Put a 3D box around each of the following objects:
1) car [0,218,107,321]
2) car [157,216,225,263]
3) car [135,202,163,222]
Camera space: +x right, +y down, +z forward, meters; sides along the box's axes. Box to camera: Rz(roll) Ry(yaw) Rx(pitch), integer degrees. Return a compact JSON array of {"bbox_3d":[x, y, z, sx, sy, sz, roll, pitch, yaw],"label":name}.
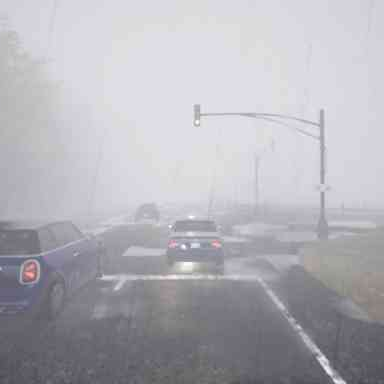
[{"bbox_3d":[-3.400,1.358,7.430,2.097,1.767,4.553,0,0,0],"label":"car"},{"bbox_3d":[0.097,1.556,11.887,2.033,1.411,5.357,0,0,0],"label":"car"},{"bbox_3d":[-3.403,1.544,26.672,1.812,1.442,4.674,0,0,0],"label":"car"}]
